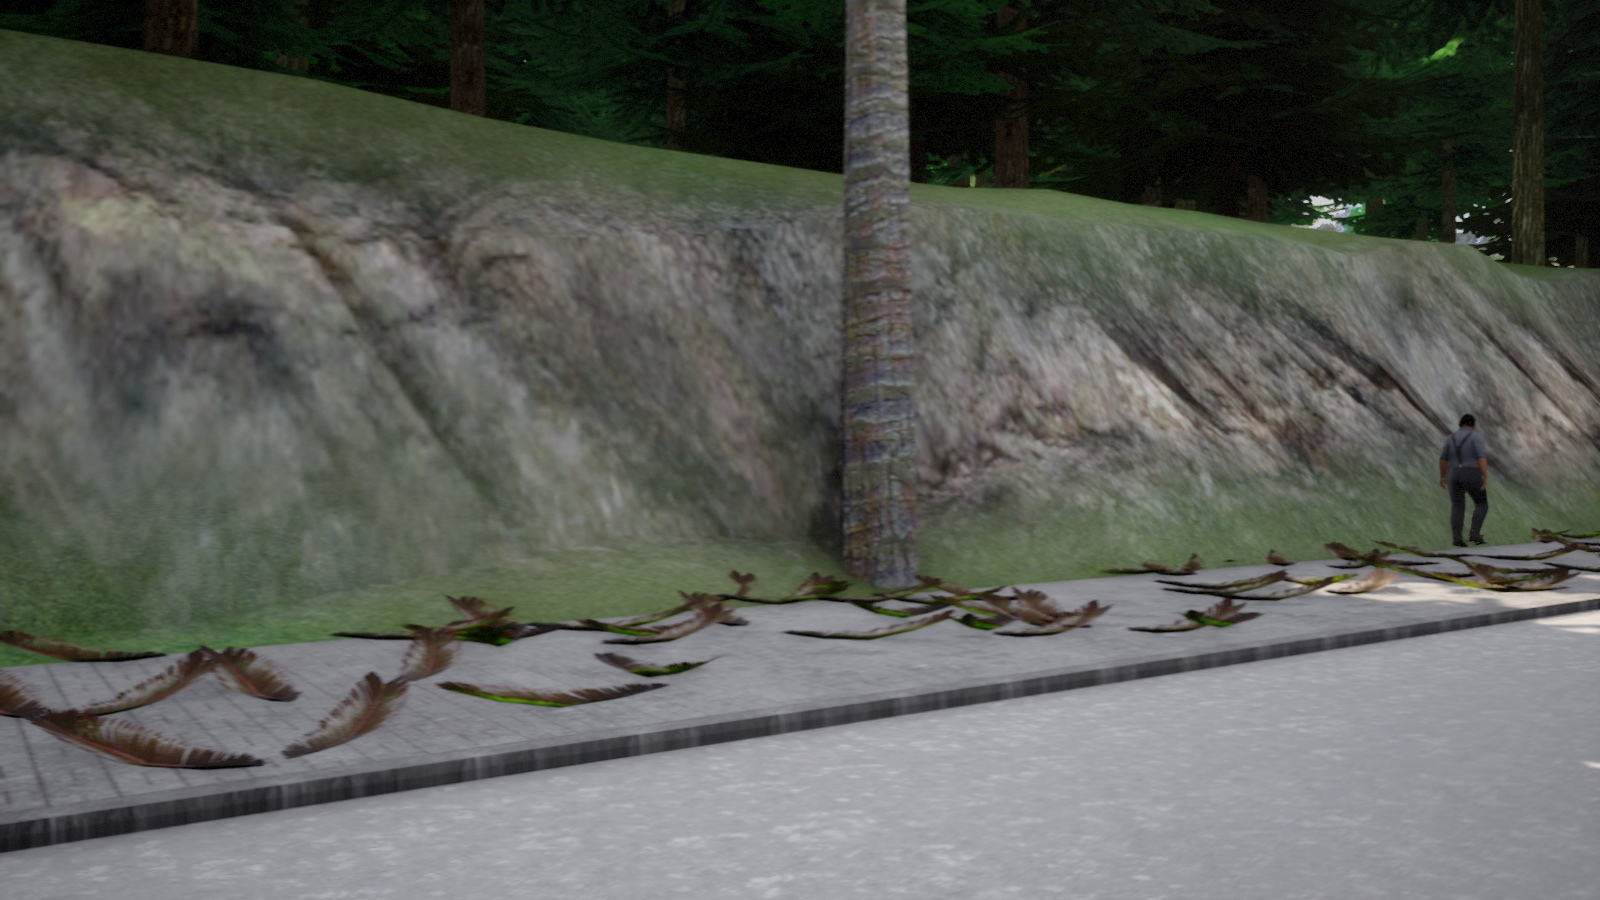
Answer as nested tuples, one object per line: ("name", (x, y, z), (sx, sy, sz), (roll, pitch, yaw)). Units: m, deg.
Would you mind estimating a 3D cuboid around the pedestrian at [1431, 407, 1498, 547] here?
("pedestrian", (9.010, 0.362, 17.019), (0.694, 1.848, 0.540), (0, 0, -35))
